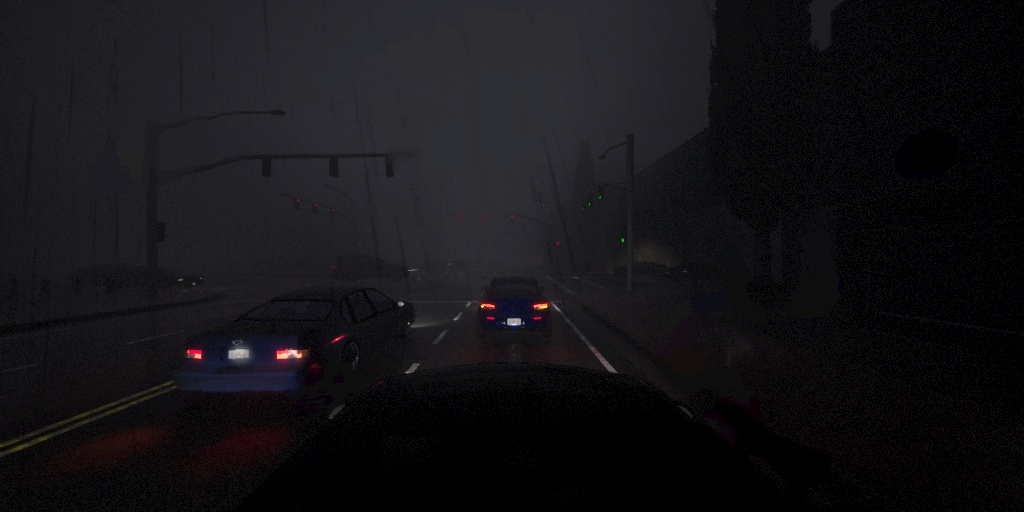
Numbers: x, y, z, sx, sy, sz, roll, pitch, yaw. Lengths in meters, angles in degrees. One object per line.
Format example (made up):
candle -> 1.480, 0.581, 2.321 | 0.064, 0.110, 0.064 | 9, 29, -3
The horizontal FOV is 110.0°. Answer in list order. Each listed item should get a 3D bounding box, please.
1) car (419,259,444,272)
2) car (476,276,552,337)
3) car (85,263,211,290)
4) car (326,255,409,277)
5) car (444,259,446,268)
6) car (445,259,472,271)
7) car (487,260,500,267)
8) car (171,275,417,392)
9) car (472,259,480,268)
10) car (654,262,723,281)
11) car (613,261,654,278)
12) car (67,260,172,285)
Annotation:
car -> -10.803, 1.228, 47.233 | 1.882, 1.535, 5.008 | 0, 0, 1
car -> 0.058, 1.276, 10.161 | 1.812, 1.442, 4.674 | 0, 0, 0
car -> -21.952, 1.297, 21.785 | 5.357, 1.411, 2.033 | 0, 0, 1
car -> -10.708, 0.973, 27.148 | 5.566, 2.045, 2.150 | 0, 1, -24
car -> -10.618, 1.252, 56.567 | 1.837, 1.490, 4.892 | 0, 1, 1
car -> -7.270, 1.241, 49.284 | 2.128, 1.511, 4.902 | 0, 0, 1
car -> -3.255, 1.314, 63.777 | 1.994, 1.385, 4.181 | 0, 0, 1
car -> -3.449, 1.297, 7.060 | 2.033, 1.411, 5.357 | 0, 0, 0
car -> -7.035, 1.228, 59.744 | 1.882, 1.535, 5.008 | 0, 0, 2
car -> 14.826, 1.255, 29.836 | 4.892, 1.490, 1.837 | 0, 0, 0
car -> 11.895, 1.241, 33.342 | 4.902, 1.511, 2.128 | 0, 0, 0
car -> -27.532, 1.227, 25.284 | 5.008, 1.535, 1.882 | 0, 0, 0
